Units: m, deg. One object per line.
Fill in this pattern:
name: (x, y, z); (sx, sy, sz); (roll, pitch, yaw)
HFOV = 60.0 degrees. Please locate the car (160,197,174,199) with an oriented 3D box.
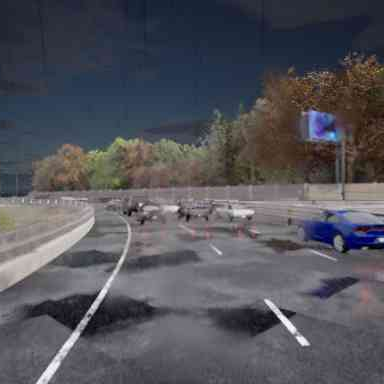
car: (-3.907, 1.510, 48.056); (2.097, 1.767, 4.553); (0, 0, -27)

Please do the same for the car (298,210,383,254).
car: (6.018, 1.454, 13.470); (1.882, 1.535, 5.008); (0, -1, -7)

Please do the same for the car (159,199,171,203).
car: (-2.741, 1.719, 36.077); (1.895, 1.301, 4.718); (0, 0, -21)

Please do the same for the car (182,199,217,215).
car: (0.694, 1.579, 36.905); (2.128, 1.511, 4.902); (0, 0, -21)

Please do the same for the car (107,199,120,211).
car: (-10.302, 1.706, 45.210); (2.128, 1.511, 4.902); (0, 0, -27)

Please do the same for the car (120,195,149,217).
car: (-5.673, 1.362, 33.929); (2.150, 2.045, 5.566); (-1, 0, -19)

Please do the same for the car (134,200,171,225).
car: (-3.096, 1.619, 25.132); (1.812, 1.442, 4.674); (-1, 0, -14)

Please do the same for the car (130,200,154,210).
car: (-7.098, 1.787, 46.620); (1.895, 1.301, 4.718); (0, 0, -27)

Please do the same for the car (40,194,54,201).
car: (-39.191, 1.635, 86.589); (5.566, 2.045, 2.150); (-1, 0, 35)

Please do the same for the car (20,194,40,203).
car: (-41.294, 1.779, 83.794); (4.553, 1.767, 2.097); (-1, 0, 35)

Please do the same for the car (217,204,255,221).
car: (3.450, 1.638, 27.826); (1.895, 1.301, 4.718); (-1, 0, -14)

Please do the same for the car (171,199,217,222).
car: (0.012, 1.560, 27.151); (2.128, 1.511, 4.902); (-1, 0, -14)
